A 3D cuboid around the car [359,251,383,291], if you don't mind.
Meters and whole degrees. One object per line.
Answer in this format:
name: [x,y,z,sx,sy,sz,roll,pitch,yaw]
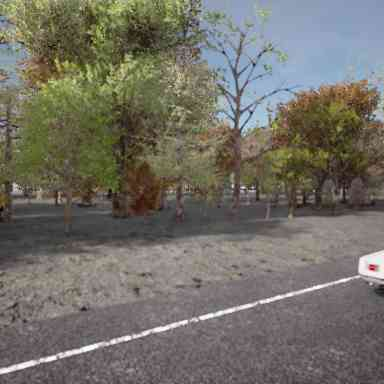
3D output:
car: [5.882,1.554,7.468,4.718,1.301,1.895,0,0,-34]
